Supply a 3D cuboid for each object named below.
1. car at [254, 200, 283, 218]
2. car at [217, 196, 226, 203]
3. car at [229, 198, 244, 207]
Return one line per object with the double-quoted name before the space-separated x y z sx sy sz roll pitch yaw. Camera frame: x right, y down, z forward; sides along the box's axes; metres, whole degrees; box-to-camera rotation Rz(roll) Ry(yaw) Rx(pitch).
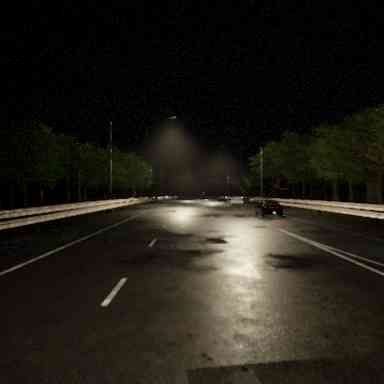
"car" 7.018 1.520 30.710 1.837 1.490 4.892 0 0 0
"car" 7.204 1.818 80.986 2.128 1.511 4.902 0 -1 0
"car" 7.065 1.663 53.571 1.895 1.301 4.718 0 0 0
